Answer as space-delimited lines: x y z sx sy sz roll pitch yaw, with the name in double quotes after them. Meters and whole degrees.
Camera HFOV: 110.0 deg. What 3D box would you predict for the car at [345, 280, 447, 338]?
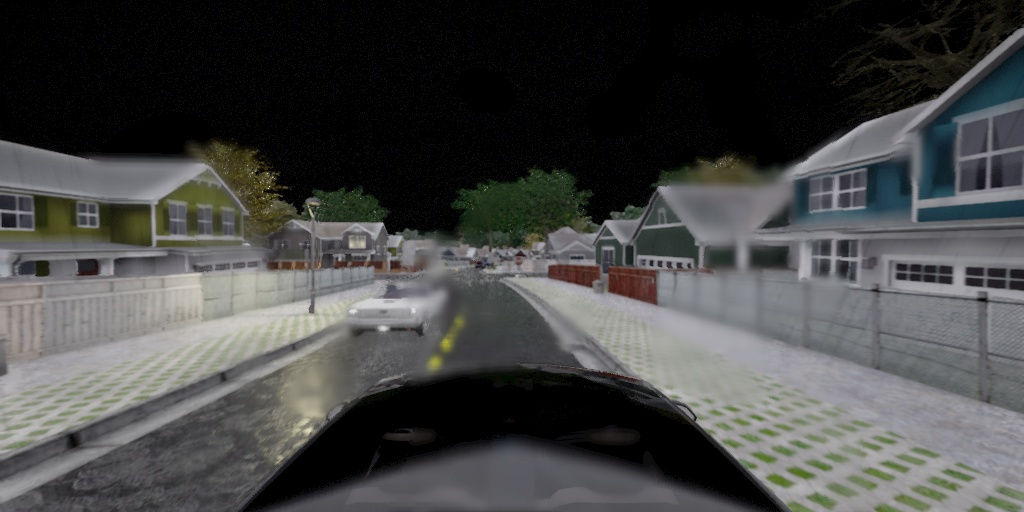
-3.145 1.422 10.650 1.895 1.301 4.718 0 -1 -3 "car"
